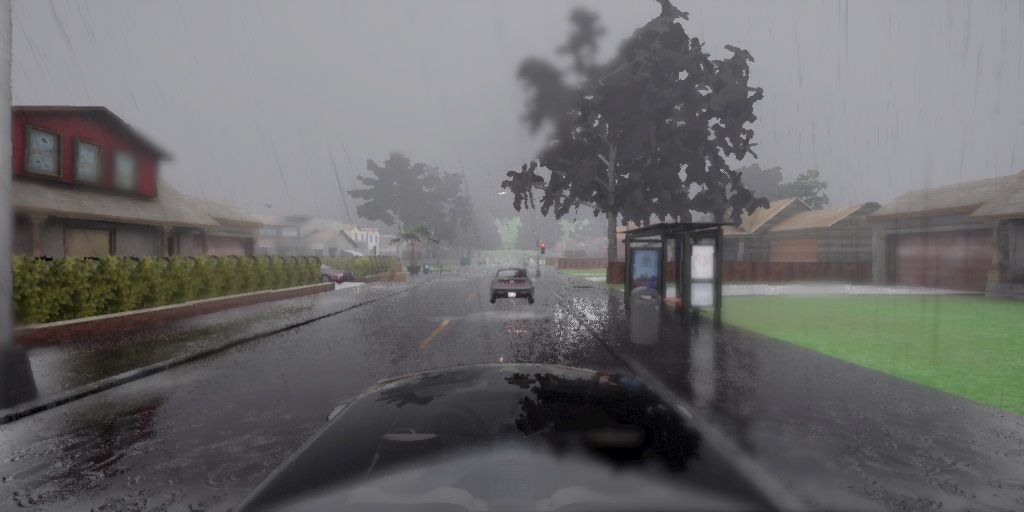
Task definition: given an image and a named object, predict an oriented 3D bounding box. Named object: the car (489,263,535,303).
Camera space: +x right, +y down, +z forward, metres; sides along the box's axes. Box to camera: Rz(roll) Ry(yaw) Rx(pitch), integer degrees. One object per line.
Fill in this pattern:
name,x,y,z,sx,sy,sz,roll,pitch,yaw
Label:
car,0.000,1.263,16.500,1.837,1.490,4.892,0,0,0
